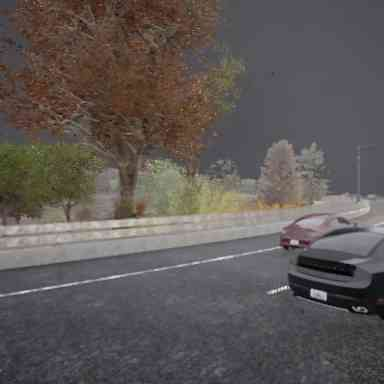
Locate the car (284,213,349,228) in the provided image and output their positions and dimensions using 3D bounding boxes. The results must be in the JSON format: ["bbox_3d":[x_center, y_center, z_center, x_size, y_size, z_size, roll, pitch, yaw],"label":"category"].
[{"bbox_3d":[5.218,1.555,12.918,4.674,1.442,1.812,0,0,-42],"label":"car"}]

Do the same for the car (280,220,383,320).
[{"bbox_3d":[4.055,1.519,7.249,4.892,1.490,1.837,0,0,-39],"label":"car"}]

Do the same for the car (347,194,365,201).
[{"bbox_3d":[39.698,1.335,81.534,2.097,1.767,4.553,0,0,3],"label":"car"}]

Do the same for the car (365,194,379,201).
[{"bbox_3d":[43.182,1.496,81.209,1.812,1.442,4.674,0,0,3],"label":"car"}]
